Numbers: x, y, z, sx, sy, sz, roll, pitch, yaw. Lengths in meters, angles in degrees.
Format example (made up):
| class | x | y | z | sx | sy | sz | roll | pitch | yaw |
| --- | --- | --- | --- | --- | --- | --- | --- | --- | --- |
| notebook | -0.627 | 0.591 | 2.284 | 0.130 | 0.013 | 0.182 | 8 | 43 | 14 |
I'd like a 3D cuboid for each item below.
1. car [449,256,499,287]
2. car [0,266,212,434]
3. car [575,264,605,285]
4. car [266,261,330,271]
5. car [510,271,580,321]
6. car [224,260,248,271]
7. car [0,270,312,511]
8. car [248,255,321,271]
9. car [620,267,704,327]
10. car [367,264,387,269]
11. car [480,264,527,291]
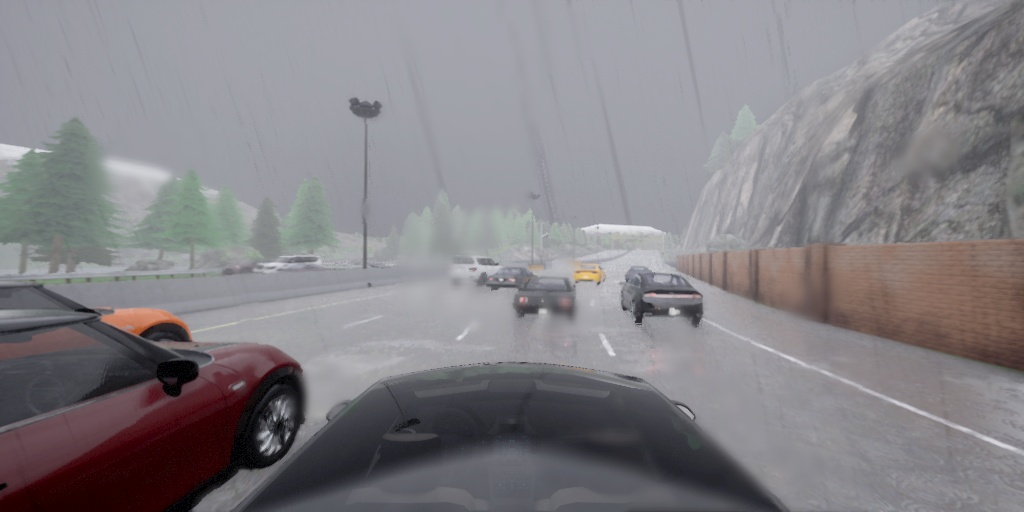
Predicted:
| class | x | y | z | sx | sy | sz | roll | pitch | yaw |
| --- | --- | --- | --- | --- | --- | --- | --- | --- | --- |
| car | -2.333 | 1.035 | 25.289 | 2.150 | 2.045 | 5.566 | 0 | 0 | 20 |
| car | -6.652 | 1.069 | 4.353 | 2.097 | 1.767 | 4.553 | 0 | 0 | 2 |
| car | 6.121 | 1.353 | 27.933 | 1.882 | 1.535 | 5.008 | 0 | 0 | 20 |
| car | -16.336 | 1.300 | 28.144 | 1.994 | 1.385 | 4.181 | 0 | 0 | 19 |
| car | 1.371 | 1.397 | 12.856 | 1.895 | 1.301 | 4.718 | 0 | 0 | 10 |
| car | -22.575 | 1.061 | 31.479 | 2.097 | 1.767 | 4.553 | 0 | 0 | 19 |
| car | -3.255 | 1.083 | 2.020 | 2.097 | 1.767 | 4.553 | 0 | 0 | 0 |
| car | -19.065 | 0.950 | 31.063 | 2.150 | 2.045 | 5.566 | 0 | 0 | 20 |
| car | 4.770 | 1.305 | 11.939 | 2.128 | 1.511 | 4.902 | 0 | 0 | 10 |
| car | -11.962 | 1.371 | 30.133 | 1.895 | 1.301 | 4.718 | 0 | 0 | 21 |
| car | 0.205 | 1.366 | 21.998 | 2.033 | 1.411 | 5.357 | 0 | 0 | 19 |
